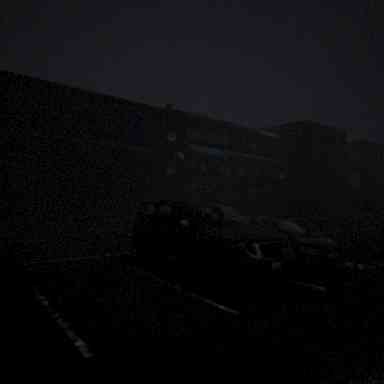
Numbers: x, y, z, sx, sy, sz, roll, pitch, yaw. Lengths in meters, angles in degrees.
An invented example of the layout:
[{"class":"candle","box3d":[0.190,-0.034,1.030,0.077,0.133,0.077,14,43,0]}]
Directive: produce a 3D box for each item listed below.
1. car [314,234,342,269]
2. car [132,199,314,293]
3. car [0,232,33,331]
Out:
[{"class":"car","box3d":[2.508,1.542,11.182,2.231,1.521,4.892,1,0,-35]},{"class":"car","box3d":[0.249,1.266,9.530,2.435,2.045,5.566,0,0,-35]},{"class":"car","box3d":[-4.329,1.480,6.294,2.231,1.521,4.892,0,0,-36]}]
